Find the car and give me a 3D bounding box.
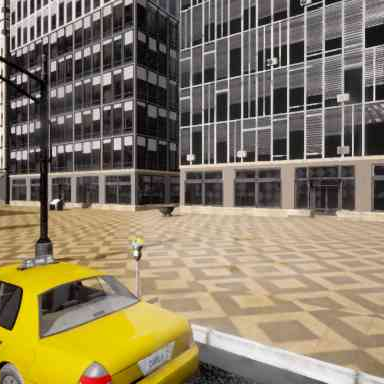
[{"bbox_3d":[-2.201,1.525,4.462,4.829,1.417,1.752,0,0,36],"label":"car"}]
